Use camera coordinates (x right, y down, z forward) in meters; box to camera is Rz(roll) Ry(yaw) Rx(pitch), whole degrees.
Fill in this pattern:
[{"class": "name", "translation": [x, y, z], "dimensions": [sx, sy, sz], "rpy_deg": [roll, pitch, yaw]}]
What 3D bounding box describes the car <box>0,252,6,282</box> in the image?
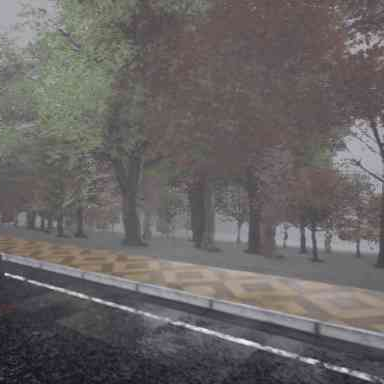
[{"class": "car", "translation": [-6.534, 1.606, 8.351], "dimensions": [4.181, 1.385, 1.994], "rpy_deg": [0, 0, 35]}]
